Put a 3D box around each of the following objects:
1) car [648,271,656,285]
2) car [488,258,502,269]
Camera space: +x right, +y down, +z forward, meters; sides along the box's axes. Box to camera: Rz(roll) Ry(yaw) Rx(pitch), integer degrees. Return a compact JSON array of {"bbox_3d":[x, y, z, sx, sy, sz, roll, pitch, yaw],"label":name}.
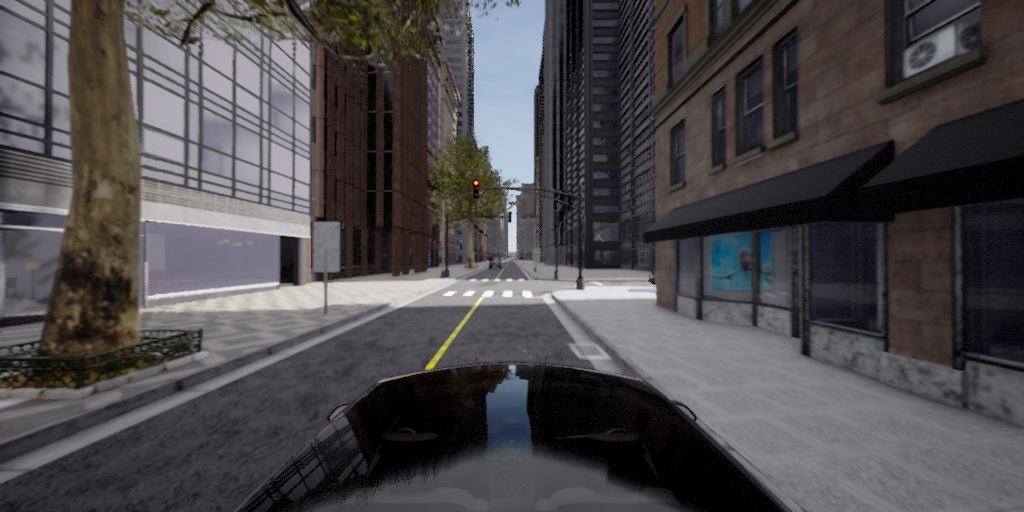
[{"bbox_3d":[11.530,1.363,24.468,4.181,1.385,1.994,0,0,0],"label":"car"},{"bbox_3d":[-3.002,1.304,64.422,2.150,2.045,5.566,0,0,1],"label":"car"}]
